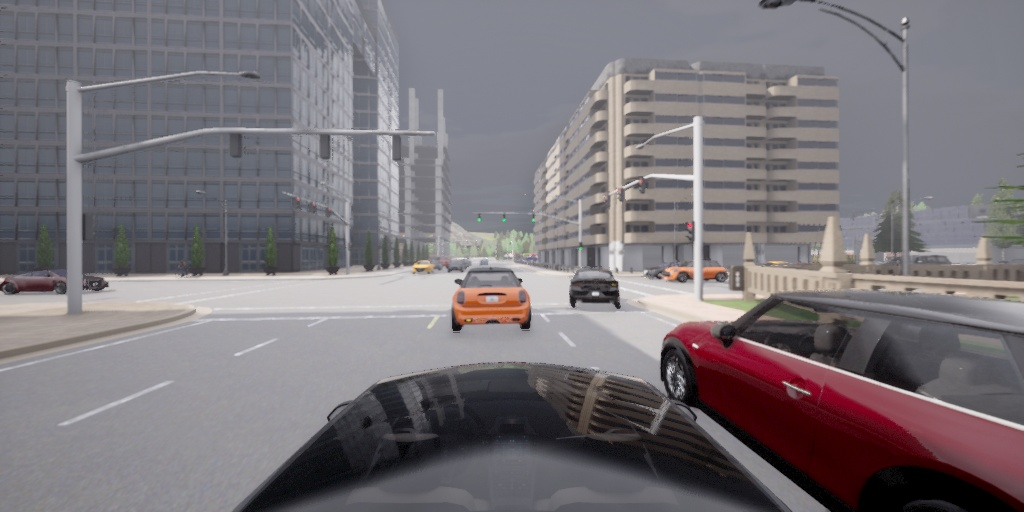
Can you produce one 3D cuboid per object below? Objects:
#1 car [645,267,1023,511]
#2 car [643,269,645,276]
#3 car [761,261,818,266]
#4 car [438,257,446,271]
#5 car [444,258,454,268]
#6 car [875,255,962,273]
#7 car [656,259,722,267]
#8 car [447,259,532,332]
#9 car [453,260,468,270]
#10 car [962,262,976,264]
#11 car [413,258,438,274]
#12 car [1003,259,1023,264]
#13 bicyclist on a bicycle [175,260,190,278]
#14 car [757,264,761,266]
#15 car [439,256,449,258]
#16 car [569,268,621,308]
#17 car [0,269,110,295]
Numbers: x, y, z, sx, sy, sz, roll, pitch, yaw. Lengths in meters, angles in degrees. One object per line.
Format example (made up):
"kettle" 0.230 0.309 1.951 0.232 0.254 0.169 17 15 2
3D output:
"car" 3.201 1.093 3.349 2.097 1.767 4.553 0 0 -1
"car" 13.983 1.268 31.380 4.902 1.511 2.128 0 0 -5
"car" 23.026 1.275 28.637 4.674 1.442 1.812 0 0 -5
"car" -10.998 1.291 51.124 2.128 1.511 4.902 0 0 -5
"car" -6.991 1.291 44.979 1.837 1.490 4.892 0 0 -5
"car" 32.933 0.942 29.505 5.566 2.045 2.150 0 0 -5
"car" 14.078 1.127 27.872 4.553 1.767 2.097 0 0 -5
"car" -0.716 1.108 11.164 2.097 1.767 4.553 0 0 -6
"car" -7.698 1.355 53.849 1.994 1.385 4.181 0 0 -4
"car" 42.770 1.258 33.827 4.181 1.385 1.994 0 0 -5
"car" -10.248 1.272 41.733 1.882 1.535 5.008 0 0 -4
"car" 43.207 1.044 30.350 4.553 1.767 2.097 0 0 -4
"bicyclist on a bicycle" -29.733 1.203 32.403 0.582 1.620 1.656 0 0 -5
"car" 23.428 1.227 32.196 5.008 1.535 1.882 0 0 -5
"car" -11.746 1.027 60.961 2.150 2.045 5.566 0 0 -4
"car" 3.494 1.247 15.329 1.882 1.535 5.008 -1 -1 11
"car" -26.207 1.452 20.680 4.181 1.385 1.994 0 0 -5
